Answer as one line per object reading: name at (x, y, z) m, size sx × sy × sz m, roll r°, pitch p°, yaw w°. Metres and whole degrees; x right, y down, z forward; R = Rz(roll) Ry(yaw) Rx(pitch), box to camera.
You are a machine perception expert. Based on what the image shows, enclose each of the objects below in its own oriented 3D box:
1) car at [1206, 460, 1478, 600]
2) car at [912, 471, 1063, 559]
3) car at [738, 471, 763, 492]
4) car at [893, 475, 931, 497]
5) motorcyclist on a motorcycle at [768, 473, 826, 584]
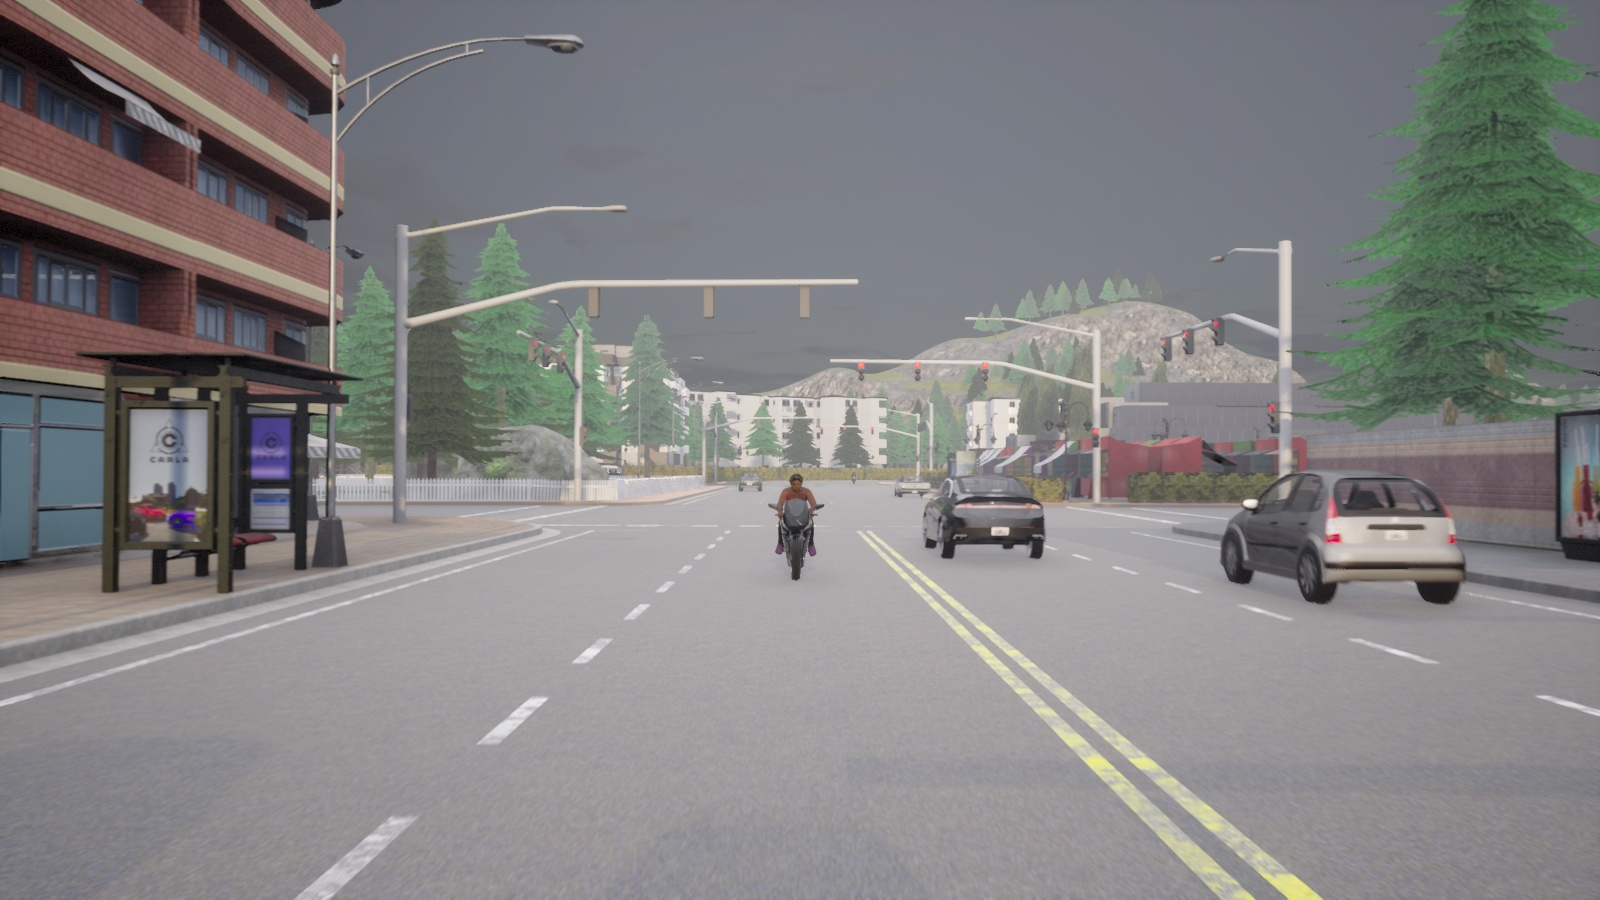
car at (6.957, 0.963, 16.611) m, size 1.851 × 1.617 × 3.988 m, roll 0°, pitch -1°, yaw 0°
car at (3.439, 1.159, 24.015) m, size 2.128 × 1.511 × 4.902 m, roll 0°, pitch -1°, yaw 0°
car at (-3.738, 2.403, 95.259) m, size 1.789 × 1.549 × 3.705 m, roll 0°, pitch -1°, yaw 0°
car at (6.809, 2.171, 76.622) m, size 1.895 × 1.301 × 4.718 m, roll 0°, pitch -1°, yaw 0°
motorcyclist on a motorcycle at (-0.046, 1.106, 18.433) m, size 0.797 × 1.523 × 2.044 m, roll 0°, pitch -1°, yaw 0°
